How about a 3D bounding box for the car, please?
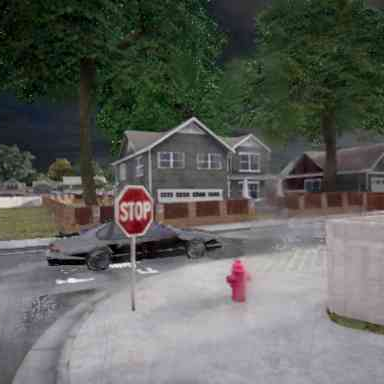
[{"bbox_3d":[-1.749,1.510,10.531,5.357,1.411,2.033,-2,0,-25],"label":"car"}]
